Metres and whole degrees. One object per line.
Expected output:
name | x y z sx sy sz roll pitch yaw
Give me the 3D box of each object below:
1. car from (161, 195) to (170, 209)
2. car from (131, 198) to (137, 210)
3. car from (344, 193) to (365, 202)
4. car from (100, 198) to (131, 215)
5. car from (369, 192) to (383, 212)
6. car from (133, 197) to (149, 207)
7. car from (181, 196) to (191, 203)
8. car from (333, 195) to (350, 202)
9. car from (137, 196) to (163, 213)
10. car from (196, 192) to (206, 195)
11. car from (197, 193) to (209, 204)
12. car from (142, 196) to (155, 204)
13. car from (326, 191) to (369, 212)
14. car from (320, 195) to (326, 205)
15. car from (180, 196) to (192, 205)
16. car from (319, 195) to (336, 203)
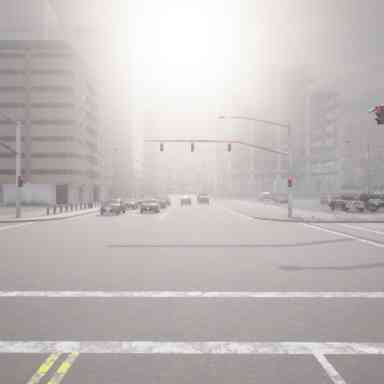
car | -4.647 1.352 45.988 2.097 1.767 4.553 0 0 -1
car | -8.120 1.526 43.370 1.812 1.442 4.674 0 0 0
car | 33.379 1.153 68.409 1.932 1.855 4.605 0 0 0
car | -8.053 1.491 34.221 2.128 1.511 4.902 0 0 0
car | 19.478 1.156 35.725 1.905 1.878 3.866 0 0 0
car | -8.205 1.564 53.365 1.994 1.385 4.181 0 0 -1
car | -1.241 1.542 72.660 2.033 1.411 5.357 0 0 0
car | 30.696 1.364 68.346 1.784 1.438 3.905 0 0 0
car | -4.575 1.505 36.845 1.837 1.490 4.892 0 0 0
car | 2.219 1.051 74.446 2.150 2.045 5.566 0 0 0
car | 2.299 1.477 64.641 1.882 1.535 5.008 0 0 0
car | -8.241 1.477 63.488 1.882 1.535 5.008 0 0 0
car | 16.583 1.153 35.766 1.932 1.855 4.605 0 0 0
car | 22.103 1.395 53.205 1.970 1.475 3.806 0 0 0
car | -1.068 1.493 60.468 2.128 1.511 4.902 0 0 0
car | 27.801 1.395 68.333 1.970 1.475 3.806 0 0 0
